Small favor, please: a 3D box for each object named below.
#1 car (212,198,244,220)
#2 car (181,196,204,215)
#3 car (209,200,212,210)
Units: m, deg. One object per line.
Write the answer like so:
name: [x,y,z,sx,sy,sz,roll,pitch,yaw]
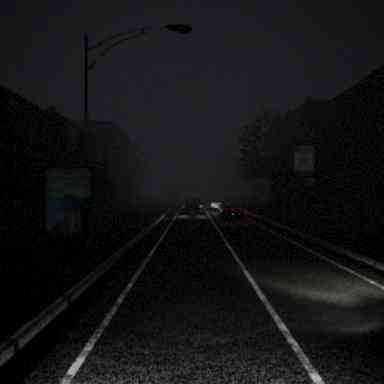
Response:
car: [3.094,1.435,27.259,2.128,1.511,4.902,0,0,1]
car: [0.057,1.253,32.181,2.097,1.767,4.553,0,0,0]
car: [3.099,1.432,40.213,1.895,1.301,4.718,0,1,1]
